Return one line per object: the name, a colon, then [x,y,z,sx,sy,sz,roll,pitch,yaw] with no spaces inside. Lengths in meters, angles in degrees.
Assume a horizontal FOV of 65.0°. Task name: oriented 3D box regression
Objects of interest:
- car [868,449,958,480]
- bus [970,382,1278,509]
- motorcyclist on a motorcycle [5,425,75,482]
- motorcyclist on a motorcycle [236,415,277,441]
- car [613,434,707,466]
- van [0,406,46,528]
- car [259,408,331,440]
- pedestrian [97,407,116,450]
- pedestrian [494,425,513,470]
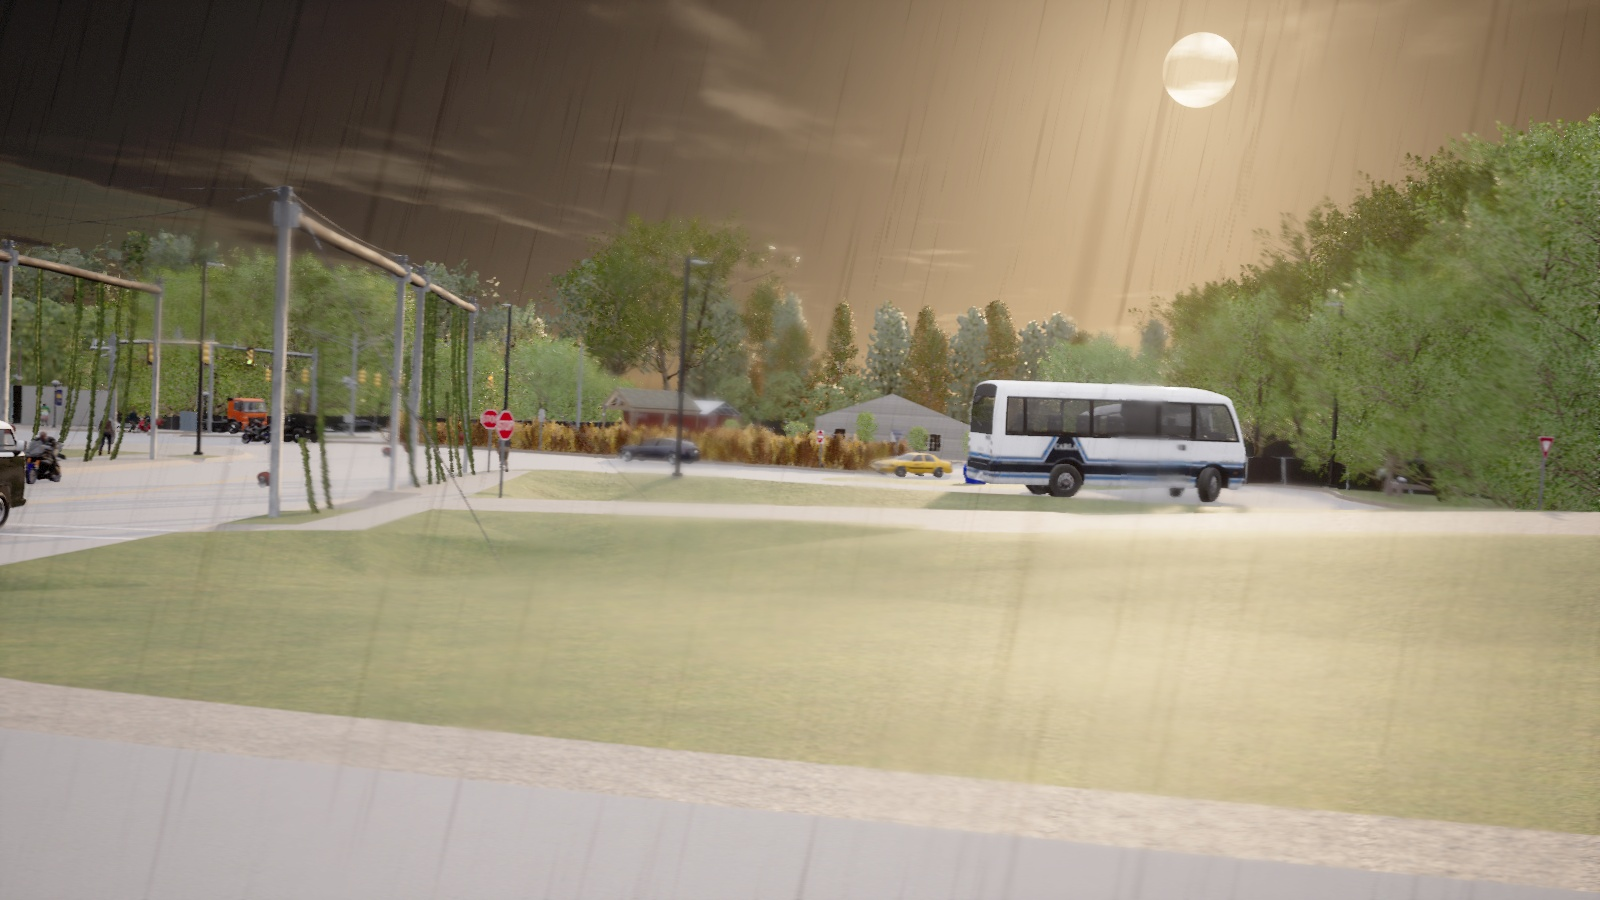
car: [6.713,0.857,74.213,5.366,1.575,1.801,3,1,-36]
bus: [12.020,-0.220,47.184,10.273,4.253,3.944,2,3,-9]
motorcyclist on a motorcycle: [-21.455,0.083,35.510,0.866,1.530,2.191,3,0,-9]
motorcyclist on a motorcycle: [-32.625,-1.317,75.413,2.191,1.530,0.866,2,2,18]
car: [-7.951,-0.045,71.146,4.792,1.488,2.163,4,2,23]
van: [-14.187,0.237,19.916,2.069,2.038,4.480,3,0,-7]
car: [-31.772,-1.626,79.053,3.866,1.878,1.905,2,2,20]
pedestrian: [-29.313,-0.923,53.064,0.328,1.805,0.869,3,2,-7]
pedestrian: [-12.499,-0.111,52.922,0.540,1.848,0.694,2,2,-27]
